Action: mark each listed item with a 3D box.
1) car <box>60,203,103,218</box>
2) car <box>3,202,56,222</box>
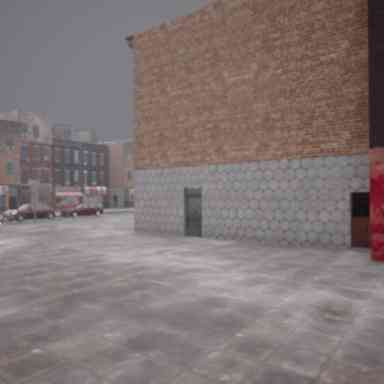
[{"bbox_3d":[-11.094,1.838,33.666,1.887,1.381,4.507,-1,0,36],"label":"car"},{"bbox_3d":[-14.276,1.739,29.224,1.967,1.590,4.097,-1,0,36],"label":"car"}]
